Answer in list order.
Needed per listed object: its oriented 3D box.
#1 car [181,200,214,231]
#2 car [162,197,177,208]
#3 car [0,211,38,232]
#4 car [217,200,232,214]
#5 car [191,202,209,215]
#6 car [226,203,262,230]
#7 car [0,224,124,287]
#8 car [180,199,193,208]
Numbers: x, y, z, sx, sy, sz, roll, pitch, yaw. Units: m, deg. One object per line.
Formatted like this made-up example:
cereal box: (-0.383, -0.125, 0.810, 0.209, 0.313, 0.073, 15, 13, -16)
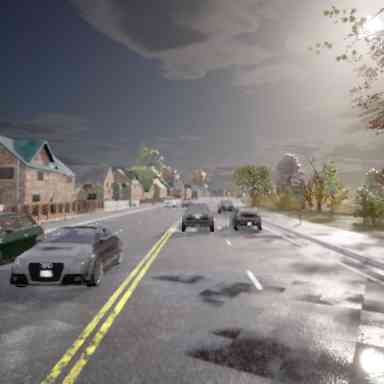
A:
car: (0.413, 1.620, 22.944, 2.097, 1.767, 4.553, 0, -1, 1)
car: (-4.265, 1.966, 63.933, 2.150, 2.045, 5.566, 0, -1, 4)
car: (-6.517, 1.475, 10.560, 2.097, 1.767, 4.553, 0, -1, 1)
car: (4.415, 1.849, 43.365, 2.097, 1.767, 4.553, 0, -1, 3)
car: (1.068, 2.026, 41.492, 2.033, 1.411, 5.357, 0, -1, 3)
car: (3.672, 1.777, 23.333, 1.837, 1.490, 4.892, 0, -1, 1)
car: (-3.280, 1.676, 9.513, 1.994, 1.385, 4.181, 0, -1, 1)
car: (-1.023, 2.211, 63.708, 1.882, 1.535, 5.008, 0, -1, 4)
